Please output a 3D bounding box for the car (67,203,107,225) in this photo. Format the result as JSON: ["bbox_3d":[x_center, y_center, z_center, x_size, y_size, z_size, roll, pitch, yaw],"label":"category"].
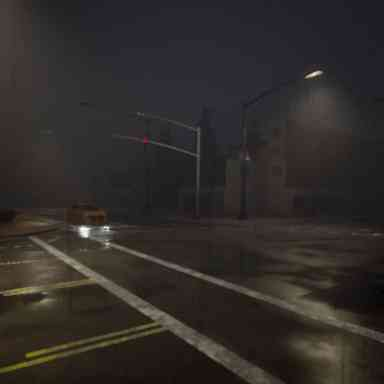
[{"bbox_3d":[-8.149,1.619,25.650,1.882,1.535,5.008,1,1,-35],"label":"car"}]
